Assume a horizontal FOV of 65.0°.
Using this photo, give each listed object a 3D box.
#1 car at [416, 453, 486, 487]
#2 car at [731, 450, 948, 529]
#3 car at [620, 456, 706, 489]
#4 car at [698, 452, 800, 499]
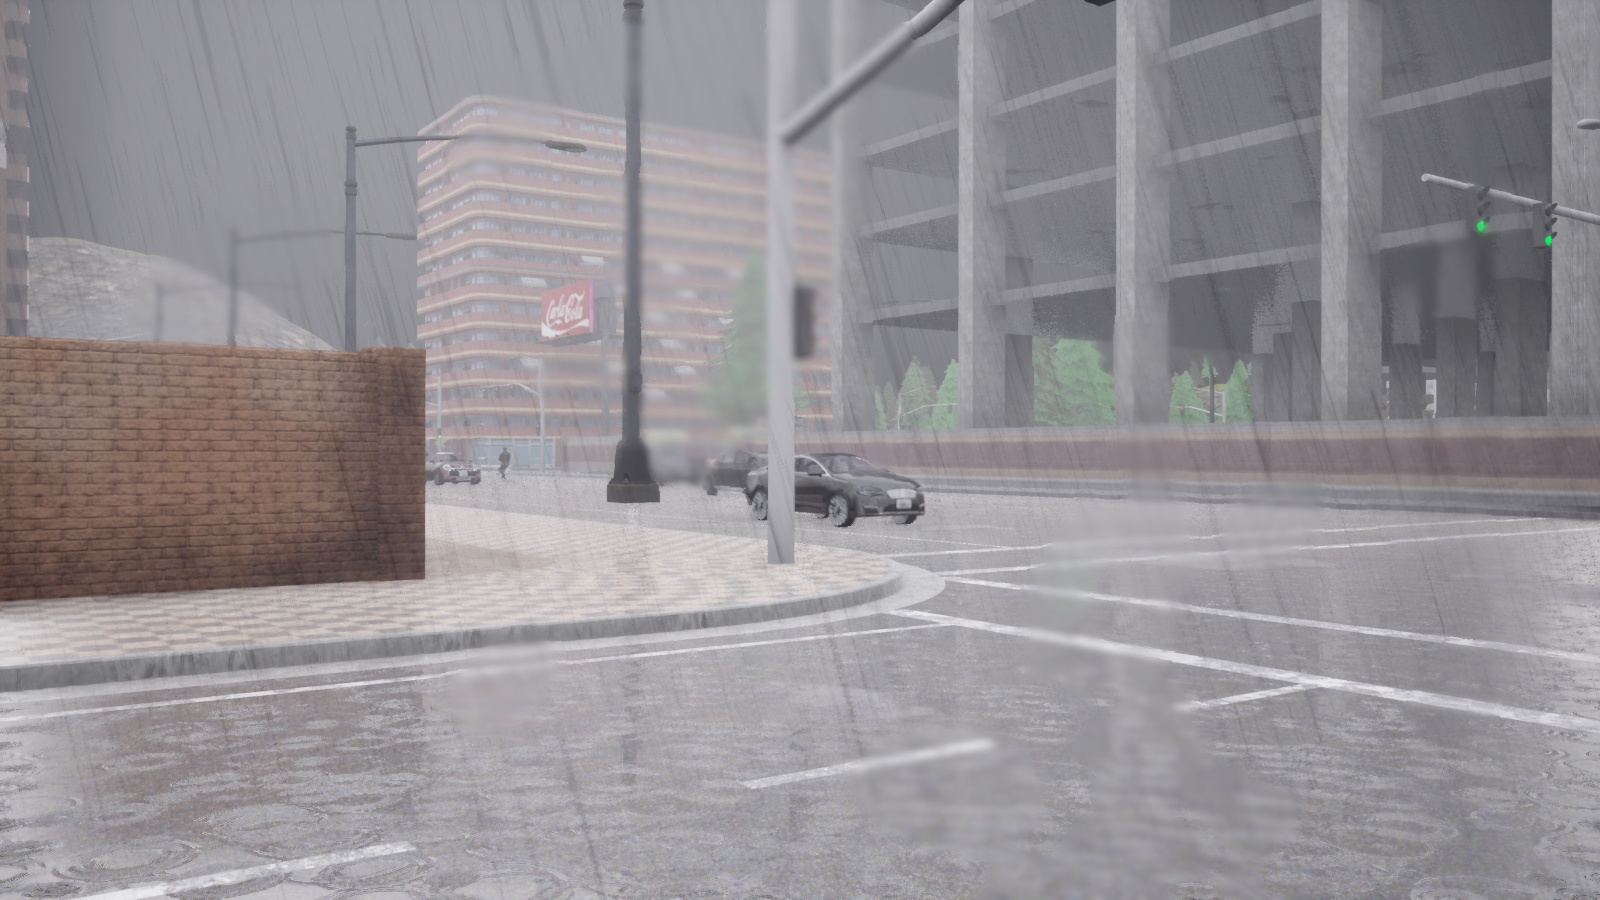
[{"bbox_3d":[-16.014,0.885,57.482,1.970,1.475,3.806,0,0,-34],"label":"car"},{"bbox_3d":[0.722,0.765,26.756,2.128,1.511,4.902,0,0,-34],"label":"car"},{"bbox_3d":[-6.079,0.957,55.342,1.994,1.385,4.181,0,0,-34],"label":"car"},{"bbox_3d":[-1.783,0.832,42.838,1.789,1.549,3.705,0,0,-34],"label":"car"}]
